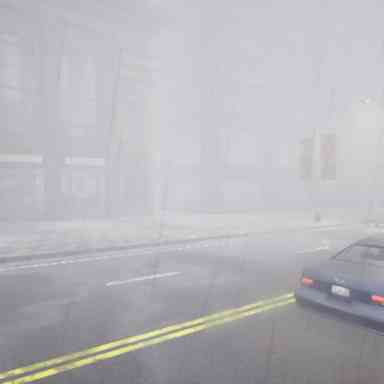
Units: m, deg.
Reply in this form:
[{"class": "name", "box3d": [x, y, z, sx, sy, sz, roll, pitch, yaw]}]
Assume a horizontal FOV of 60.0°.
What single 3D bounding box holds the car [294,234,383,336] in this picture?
[{"class": "car", "box3d": [4.292, 1.545, 6.502, 5.357, 1.411, 2.033, 0, 0, -36]}]
